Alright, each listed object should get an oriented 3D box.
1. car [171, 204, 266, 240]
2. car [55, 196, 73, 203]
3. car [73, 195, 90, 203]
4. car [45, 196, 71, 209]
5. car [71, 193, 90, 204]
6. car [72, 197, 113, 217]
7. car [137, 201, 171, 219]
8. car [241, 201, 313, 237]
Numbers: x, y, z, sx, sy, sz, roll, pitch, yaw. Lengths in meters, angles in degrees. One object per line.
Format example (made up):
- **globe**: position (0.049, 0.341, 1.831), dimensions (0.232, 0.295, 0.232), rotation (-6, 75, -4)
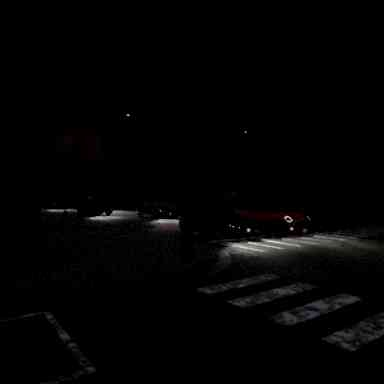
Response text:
- **car**: position (1.157, 1.485, 17.042), dimensions (1.837, 1.490, 4.892), rotation (0, 0, -36)
- **car**: position (-25.097, 1.433, 65.052), dimensions (2.033, 1.411, 5.357), rotation (0, 0, -36)
- **car**: position (-22.047, 1.360, 66.380), dimensions (1.882, 1.535, 5.008), rotation (0, 0, -36)
- **car**: position (-17.879, 1.409, 43.605), dimensions (1.882, 1.535, 5.008), rotation (0, 0, -35)
- **car**: position (-18.961, 1.125, 56.503), dimensions (2.150, 2.045, 5.566), rotation (0, 0, -35)
- **car**: position (-9.311, 1.501, 31.614), dimensions (2.033, 1.411, 5.357), rotation (0, 0, -36)
- **car**: position (-3.086, 1.483, 28.526), dimensions (1.812, 1.442, 4.674), rotation (0, 0, -36)
- **car**: position (4.273, 1.329, 18.271), dimensions (2.097, 1.767, 4.553), rotation (0, 0, -36)
